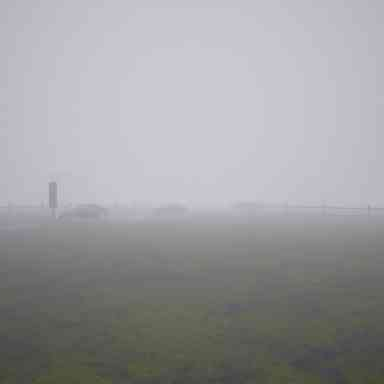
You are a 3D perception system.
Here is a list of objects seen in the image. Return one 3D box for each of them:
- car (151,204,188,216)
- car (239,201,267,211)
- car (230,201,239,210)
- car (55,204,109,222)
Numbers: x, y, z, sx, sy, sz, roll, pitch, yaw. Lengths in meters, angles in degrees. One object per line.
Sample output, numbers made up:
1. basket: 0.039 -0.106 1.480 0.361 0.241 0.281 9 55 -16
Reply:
1. car: -2.569 2.027 38.741 1.895 1.301 4.718 -1 -1 35
2. car: 9.656 2.132 50.928 2.033 1.411 5.357 -1 -1 35
3. car: 7.833 2.123 53.309 1.882 1.535 5.008 -1 -2 36
4. car: -9.489 1.770 28.959 2.128 1.511 4.902 -1 -1 35
